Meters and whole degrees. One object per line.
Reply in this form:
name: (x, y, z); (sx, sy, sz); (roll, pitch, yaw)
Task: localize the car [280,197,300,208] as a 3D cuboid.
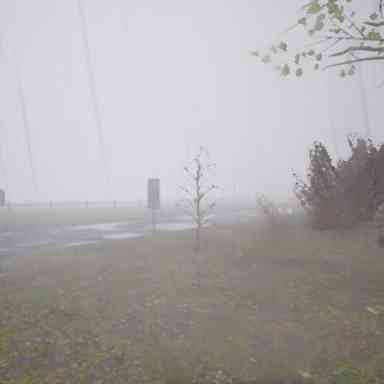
car: (14.627, 1.560, 49.485); (1.882, 1.535, 5.008); (1, 0, 35)
